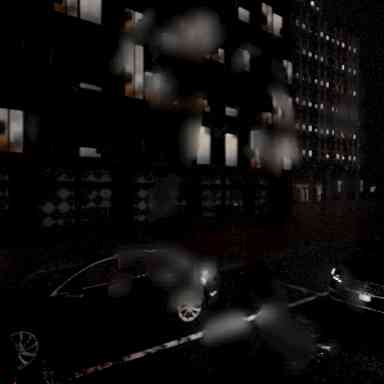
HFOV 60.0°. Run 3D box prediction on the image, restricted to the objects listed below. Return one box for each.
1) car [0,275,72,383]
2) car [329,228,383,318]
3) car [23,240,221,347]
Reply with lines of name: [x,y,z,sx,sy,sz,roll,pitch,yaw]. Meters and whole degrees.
car: [-3.210,1.513,1.088,4.902,1.511,2.128,0,0,-35]
car: [4.773,1.454,6.847,4.892,1.490,1.837,-1,0,-36]
car: [-1.513,1.548,5.439,4.403,1.369,2.008,-1,1,-36]
